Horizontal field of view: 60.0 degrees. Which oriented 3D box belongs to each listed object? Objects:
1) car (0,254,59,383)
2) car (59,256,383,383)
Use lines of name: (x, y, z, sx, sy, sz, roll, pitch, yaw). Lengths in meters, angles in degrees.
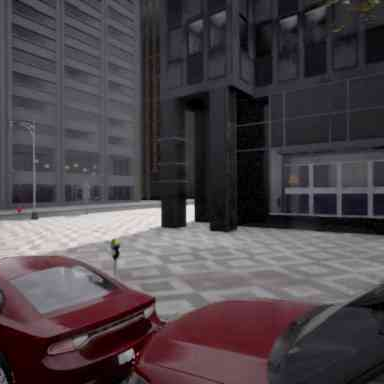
car: (-2.497, 1.589, 4.750, 4.507, 1.381, 1.887, -1, 0, 36)
car: (1.802, 1.309, 1.673, 5.009, 1.841, 2.192, -1, 0, 36)
